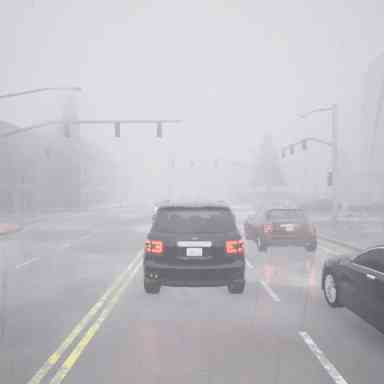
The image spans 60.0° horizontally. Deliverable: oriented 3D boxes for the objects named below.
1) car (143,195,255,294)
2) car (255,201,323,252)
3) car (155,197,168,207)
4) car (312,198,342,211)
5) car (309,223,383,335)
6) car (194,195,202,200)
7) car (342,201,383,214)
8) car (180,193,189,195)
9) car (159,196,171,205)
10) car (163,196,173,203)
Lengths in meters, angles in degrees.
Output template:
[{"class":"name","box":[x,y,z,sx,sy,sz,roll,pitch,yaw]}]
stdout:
[{"class":"car","box":[0.055,1.221,8.945,2.150,2.045,5.566,0,0,0]},{"class":"car","box":[3.537,1.352,14.123,2.097,1.767,4.553,0,0,0]},{"class":"car","box":[-4.696,1.526,51.903,1.812,1.442,4.674,0,0,-1]},{"class":"car","box":[14.441,1.505,37.522,4.892,1.490,1.837,0,0,-2]},{"class":"car","box":[3.607,1.505,5.042,1.837,1.490,4.892,0,0,0]},{"class":"car","box":[1.475,1.552,90.326,1.994,1.385,4.181,0,0,-1]},{"class":"car","box":[18.490,1.601,34.129,4.718,1.301,1.895,0,0,-2]},{"class":"car","box":[-1.783,1.496,80.180,1.837,1.490,4.892,0,0,-1]},{"class":"car","box":[-4.895,1.477,61.293,1.882,1.535,5.008,0,0,-1]},{"class":"car","box":[-5.068,1.552,71.174,1.994,1.385,4.181,0,0,-1]}]
